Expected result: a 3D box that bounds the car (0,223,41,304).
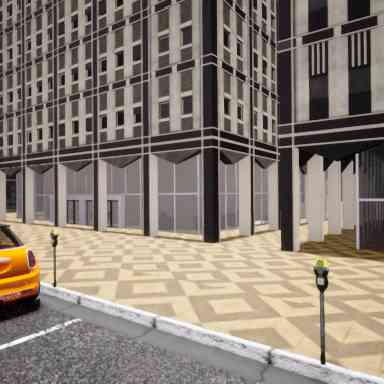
[{"bbox_3d":[-5.223,1.352,6.951,4.553,1.767,2.097,0,0,35],"label":"car"}]
